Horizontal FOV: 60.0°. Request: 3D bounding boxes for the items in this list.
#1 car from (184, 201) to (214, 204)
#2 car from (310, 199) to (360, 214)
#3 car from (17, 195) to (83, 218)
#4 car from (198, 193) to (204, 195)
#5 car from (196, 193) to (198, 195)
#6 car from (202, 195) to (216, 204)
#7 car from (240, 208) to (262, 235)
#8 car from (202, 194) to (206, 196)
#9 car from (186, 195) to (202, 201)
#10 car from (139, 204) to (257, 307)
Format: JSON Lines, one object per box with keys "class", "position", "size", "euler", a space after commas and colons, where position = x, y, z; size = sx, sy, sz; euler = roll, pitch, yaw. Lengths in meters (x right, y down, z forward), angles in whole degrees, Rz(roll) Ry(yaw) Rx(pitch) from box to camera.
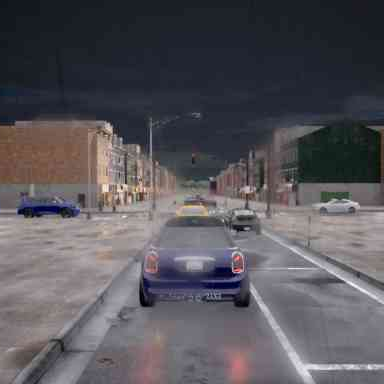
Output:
{"class": "car", "position": [0.067, 1.473, 17.997], "size": [1.882, 1.535, 5.008], "euler": [0, 0, 1]}
{"class": "car", "position": [14.243, 1.406, 33.154], "size": [4.674, 1.442, 1.812], "euler": [-1, 1, -2]}
{"class": "car", "position": [-12.856, 1.335, 30.275], "size": [5.566, 2.045, 2.150], "euler": [0, 1, 0]}
{"class": "car", "position": [2.820, 1.556, 72.863], "size": [1.887, 1.381, 4.507], "euler": [-1, 0, 0]}
{"class": "car", "position": [2.880, 1.571, 94.993], "size": [2.008, 1.369, 4.403], "euler": [-1, 0, 0]}
{"class": "car", "position": [2.760, 1.547, 50.733], "size": [1.887, 1.381, 4.507], "euler": [-1, 0, 0]}
{"class": "car", "position": [2.672, 1.546, 18.288], "size": [2.008, 1.369, 4.403], "euler": [-1, 0, 0]}
{"class": "car", "position": [2.790, 1.589, 61.798], "size": [1.802, 1.307, 4.206], "euler": [-1, 0, 0]}
{"class": "car", "position": [0.012, 1.504, 43.329], "size": [1.837, 1.490, 4.892], "euler": [-1, 0, 0]}
{"class": "car", "position": [0.069, 1.349, 8.122], "size": [2.097, 1.767, 4.553], "euler": [0, 0, 1]}
